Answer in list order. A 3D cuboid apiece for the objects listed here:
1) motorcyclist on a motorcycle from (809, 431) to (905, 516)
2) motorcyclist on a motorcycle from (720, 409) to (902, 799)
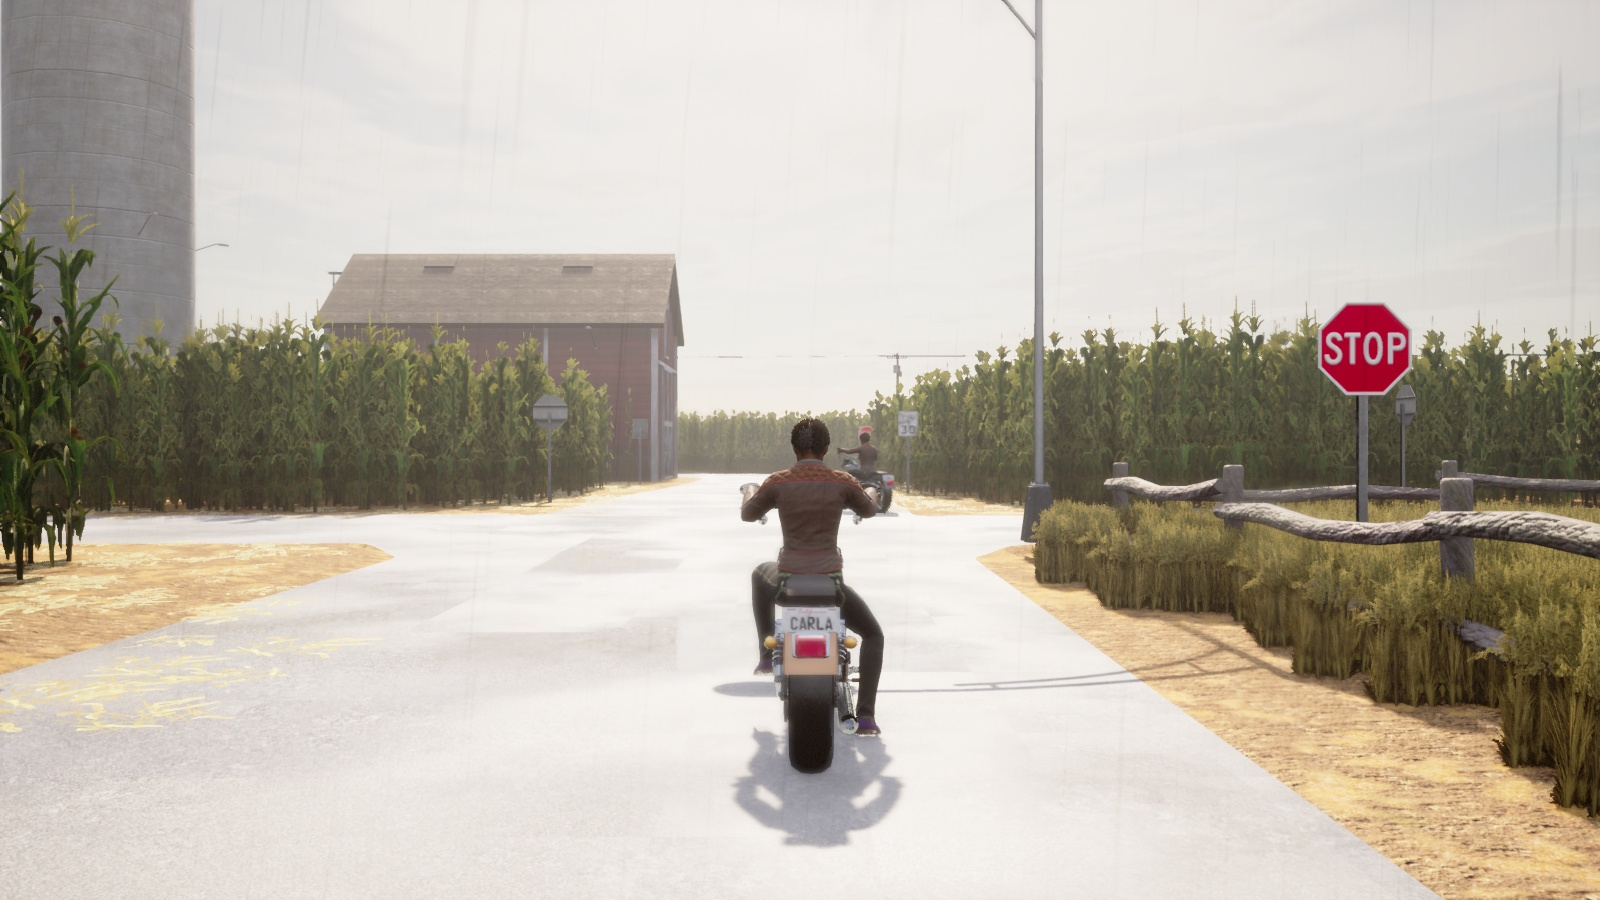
[{"bbox_3d":[1.126,0.462,25.510,0.766,1.649,2.350,2,-1,-30],"label":"motorcyclist on a motorcycle"},{"bbox_3d":[0.053,0.647,6.489,0.766,1.649,2.350,0,0,0],"label":"motorcyclist on a motorcycle"}]
